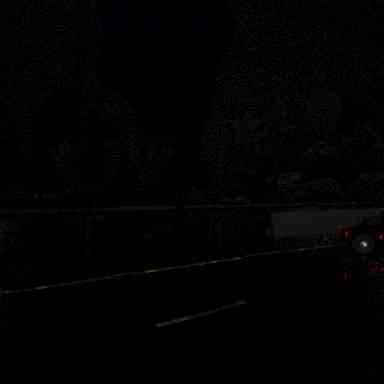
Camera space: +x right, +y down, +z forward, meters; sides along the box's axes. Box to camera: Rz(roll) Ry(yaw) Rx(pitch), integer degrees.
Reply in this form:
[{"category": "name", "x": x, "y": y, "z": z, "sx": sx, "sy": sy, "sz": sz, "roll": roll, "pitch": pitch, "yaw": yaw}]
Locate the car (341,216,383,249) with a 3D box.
[{"category": "car", "x": 8.229, "y": 1.616, "z": 13.365, "sx": 4.718, "sy": 1.301, "sz": 1.895, "roll": 0, "pitch": 0, "yaw": -31}]
